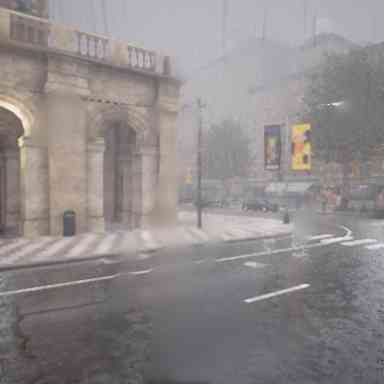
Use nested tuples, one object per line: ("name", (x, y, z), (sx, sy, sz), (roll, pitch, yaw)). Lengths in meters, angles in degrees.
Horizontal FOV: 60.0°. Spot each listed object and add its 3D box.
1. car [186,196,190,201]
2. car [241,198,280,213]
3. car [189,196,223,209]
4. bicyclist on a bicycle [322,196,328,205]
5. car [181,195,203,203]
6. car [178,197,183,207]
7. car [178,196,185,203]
("car", (-3.103, 1.503, 67.299), (1.837, 1.490, 4.892), (0, 0, -35))
("car", (7.748, 1.501, 37.924), (1.837, 1.490, 4.892), (0, 0, -35))
("car", (2.270, 1.488, 45.672), (2.128, 1.511, 4.902), (0, 0, -35))
("bicyclist on a bicycle", (21.123, 1.292, 52.753), (1.656, 1.620, 0.582), (0, 0, -35))
("car", (-0.005, 1.497, 68.979), (2.128, 1.511, 4.902), (0, 0, -35))
("car", (-3.581, 1.594, 42.428), (1.895, 1.301, 4.718), (0, 0, -35))
("car", (-3.749, 1.351, 54.205), (2.097, 1.767, 4.553), (0, 0, -35))
